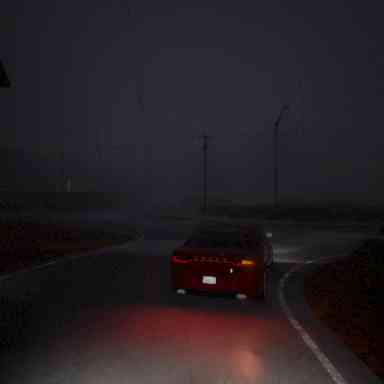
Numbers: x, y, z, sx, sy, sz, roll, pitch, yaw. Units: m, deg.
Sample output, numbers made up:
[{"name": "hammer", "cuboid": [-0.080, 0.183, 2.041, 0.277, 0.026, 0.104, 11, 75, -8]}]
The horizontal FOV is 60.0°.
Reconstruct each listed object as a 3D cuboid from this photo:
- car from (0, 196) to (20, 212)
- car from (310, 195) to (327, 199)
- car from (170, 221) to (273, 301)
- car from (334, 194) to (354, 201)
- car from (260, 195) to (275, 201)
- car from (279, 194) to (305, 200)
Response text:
[{"name": "car", "cuboid": [-20.957, 1.227, 36.375, 4.553, 1.767, 2.097, 0, 0, 29]}, {"name": "car", "cuboid": [31.969, 1.502, 83.390, 4.193, 1.474, 1.816, 0, 0, 3]}, {"name": "car", "cuboid": [0.983, 1.477, 8.531, 1.882, 1.535, 5.008, 0, 0, 15]}, {"name": "car", "cuboid": [31.859, 1.310, 69.896, 3.866, 1.878, 1.905, 0, 0, 3]}, {"name": "car", "cuboid": [19.061, 1.517, 82.846, 3.905, 1.438, 1.784, 0, 0, 3]}, {"name": "car", "cuboid": [18.109, 1.307, 60.386, 4.605, 1.855, 1.932, 0, 0, 3]}]
